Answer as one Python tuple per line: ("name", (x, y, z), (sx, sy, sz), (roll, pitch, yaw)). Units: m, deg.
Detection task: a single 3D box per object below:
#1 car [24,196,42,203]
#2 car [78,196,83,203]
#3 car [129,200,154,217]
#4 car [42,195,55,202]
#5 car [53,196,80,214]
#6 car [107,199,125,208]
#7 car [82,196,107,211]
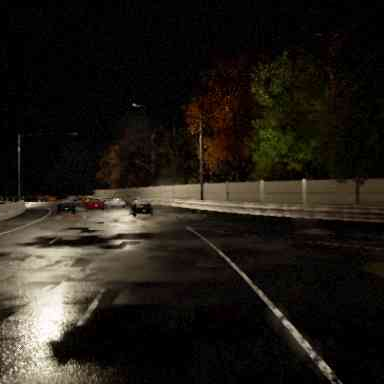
("car", (-34.112, 1.527, 70.442), (1.812, 1.442, 4.674), (0, 0, -44))
("car", (-19.404, 1.572, 62.869), (1.882, 1.535, 5.008), (0, 0, -34))
("car", (-4.891, 1.504, 31.735), (2.128, 1.511, 4.902), (0, 0, -16))
("car", (-31.490, 1.462, 72.760), (1.882, 1.535, 5.008), (0, 0, -44))
("car", (-13.965, 1.564, 37.082), (2.128, 1.511, 4.902), (0, 0, -20))
("car", (-11.099, 1.648, 47.979), (1.895, 1.301, 4.718), (0, 0, -25))
("car", (-12.638, 1.624, 42.975), (1.994, 1.385, 4.181), (0, 0, -24))
